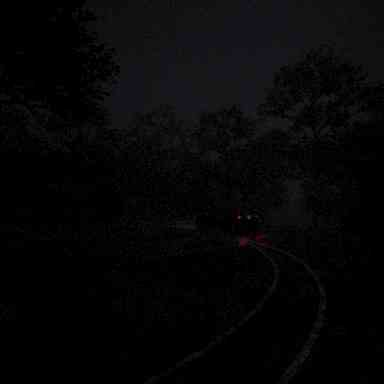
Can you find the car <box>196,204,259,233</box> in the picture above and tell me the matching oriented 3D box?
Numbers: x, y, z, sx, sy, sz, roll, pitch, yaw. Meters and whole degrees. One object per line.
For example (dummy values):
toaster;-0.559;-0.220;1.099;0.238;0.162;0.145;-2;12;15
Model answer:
car;2.258;1.672;22.536;2.097;1.767;4.553;0;-1;-38
